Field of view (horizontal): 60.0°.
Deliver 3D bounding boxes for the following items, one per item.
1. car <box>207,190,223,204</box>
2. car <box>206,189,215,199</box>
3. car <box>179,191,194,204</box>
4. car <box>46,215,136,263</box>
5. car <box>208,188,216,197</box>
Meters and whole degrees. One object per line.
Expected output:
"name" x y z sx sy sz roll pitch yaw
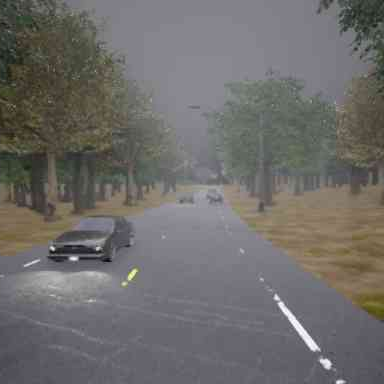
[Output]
"car" 4.083 0.967 55.525 2.097 1.767 4.553 0 1 4
"car" 4.191 0.681 72.981 2.097 1.767 4.553 0 1 4
"car" -0.841 0.866 53.946 2.150 2.045 5.566 0 1 5
"car" -3.411 1.577 12.420 2.033 1.411 5.357 0 0 2
"car" 5.426 0.097 89.356 2.150 2.045 5.566 0 1 4
